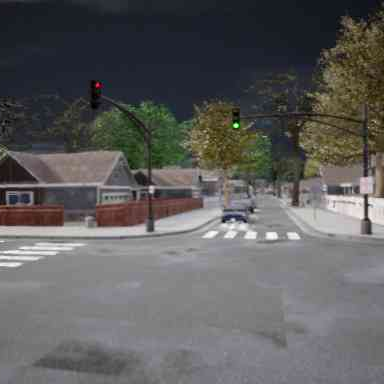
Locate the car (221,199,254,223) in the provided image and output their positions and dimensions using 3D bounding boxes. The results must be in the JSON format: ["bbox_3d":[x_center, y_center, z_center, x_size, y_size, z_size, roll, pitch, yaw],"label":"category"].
[{"bbox_3d":[3.407,1.522,25.527,2.033,1.411,5.357,-1,0,13],"label":"car"}]

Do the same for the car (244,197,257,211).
[{"bbox_3d":[5.595,1.434,35.240,1.882,1.535,5.008,-1,0,13],"label":"car"}]
